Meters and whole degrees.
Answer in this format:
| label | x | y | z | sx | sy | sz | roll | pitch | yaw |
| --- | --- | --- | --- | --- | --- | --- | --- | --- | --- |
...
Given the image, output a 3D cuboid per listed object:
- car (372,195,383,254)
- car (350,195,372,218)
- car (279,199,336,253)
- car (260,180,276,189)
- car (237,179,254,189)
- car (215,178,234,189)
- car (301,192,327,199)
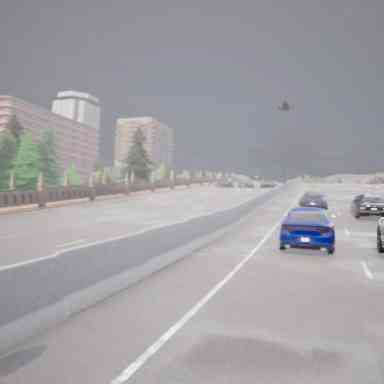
| label | x | y | z | sx | sy | sz | roll | pitch | yaw |
| --- | --- | --- | --- | --- | --- | --- | --- | --- | --- |
| car | 7.067 | 1.245 | 9.912 | 2.150 | 2.045 | 5.566 | 1 | 2 | 21 |
| car | 11.696 | 0.889 | 22.072 | 2.033 | 1.411 | 5.357 | 1 | 4 | 21 |
| car | 4.709 | 1.343 | 13.485 | 1.882 | 1.535 | 5.008 | 1 | 3 | 21 |
| car | 12.052 | -1.202 | 52.567 | 1.994 | 1.385 | 4.181 | 1 | 4 | 21 |
| car | 8.739 | -1.305 | 53.690 | 1.812 | 1.442 | 4.674 | 1 | 4 | 21 |
| car | 5.326 | -1.525 | 54.549 | 2.097 | 1.767 | 4.553 | 1 | 4 | 21 |
| car | 9.361 | 0.665 | 25.684 | 1.994 | 1.385 | 4.181 | 1 | 4 | 21 |
